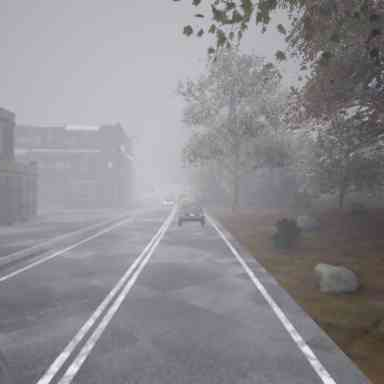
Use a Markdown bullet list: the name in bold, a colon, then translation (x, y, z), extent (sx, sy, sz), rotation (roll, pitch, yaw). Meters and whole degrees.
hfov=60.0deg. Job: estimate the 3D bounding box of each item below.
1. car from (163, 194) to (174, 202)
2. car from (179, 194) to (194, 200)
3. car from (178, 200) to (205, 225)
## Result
- **car**: translation (-4.887, 1.229, 68.901), extent (2.128, 1.511, 4.902), rotation (0, 1, -3)
- **car**: translation (-0.479, 1.414, 42.568), extent (1.882, 1.535, 5.008), rotation (0, 0, -2)
- **car**: translation (-0.056, 1.528, 24.135), extent (2.033, 1.411, 5.357), rotation (0, 0, -1)
